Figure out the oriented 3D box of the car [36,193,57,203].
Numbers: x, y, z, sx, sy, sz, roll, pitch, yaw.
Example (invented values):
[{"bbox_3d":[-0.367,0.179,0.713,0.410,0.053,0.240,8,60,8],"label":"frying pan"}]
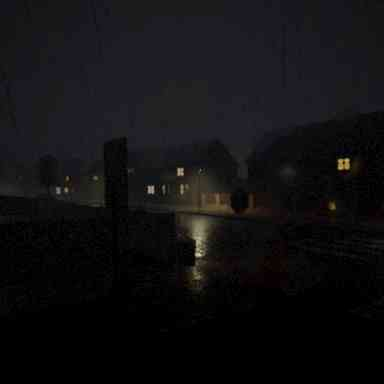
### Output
[{"bbox_3d":[-20.077,0.905,45.770,1.837,1.490,4.892,-2,2,-40],"label":"car"}]
